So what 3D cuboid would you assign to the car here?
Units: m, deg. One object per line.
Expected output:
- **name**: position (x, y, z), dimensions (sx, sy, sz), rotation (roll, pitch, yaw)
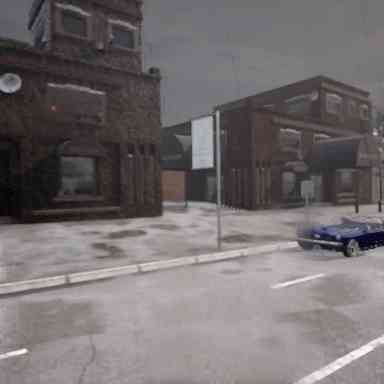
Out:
- **car**: position (6.066, 1.571, 12.715), dimensions (4.718, 1.301, 1.895), rotation (0, 0, -37)
